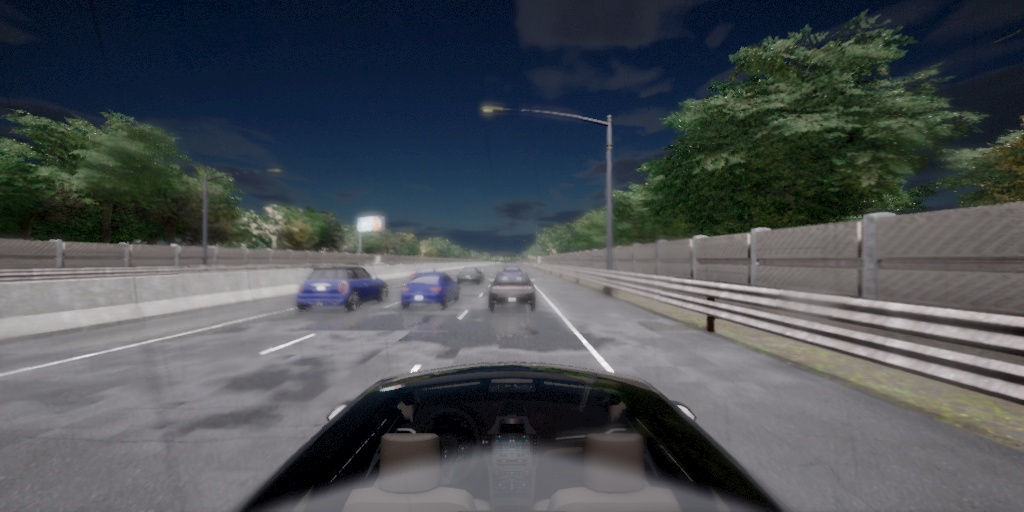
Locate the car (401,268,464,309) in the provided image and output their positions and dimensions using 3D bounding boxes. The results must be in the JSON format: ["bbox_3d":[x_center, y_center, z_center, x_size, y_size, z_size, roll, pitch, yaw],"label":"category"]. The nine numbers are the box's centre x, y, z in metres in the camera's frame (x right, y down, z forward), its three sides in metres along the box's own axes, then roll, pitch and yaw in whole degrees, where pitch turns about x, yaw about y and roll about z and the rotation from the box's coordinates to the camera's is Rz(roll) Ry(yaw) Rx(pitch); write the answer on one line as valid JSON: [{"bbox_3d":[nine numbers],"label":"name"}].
[{"bbox_3d":[-3.476,1.423,15.756,1.812,1.442,4.674,0,0,0],"label":"car"}]

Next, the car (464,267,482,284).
[{"bbox_3d":[-3.474,1.626,30.350,1.994,1.385,4.181,0,-1,0],"label":"car"}]

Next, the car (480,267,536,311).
[{"bbox_3d":[0.020,1.386,15.364,2.128,1.511,4.902,0,0,0],"label":"car"}]

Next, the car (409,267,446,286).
[{"bbox_3d":[-6.978,1.659,30.118,1.895,1.301,4.718,0,-1,0],"label":"car"}]

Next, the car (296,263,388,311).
[{"bbox_3d":[-6.980,1.243,15.296,2.097,1.767,4.553,0,-1,0],"label":"car"}]
